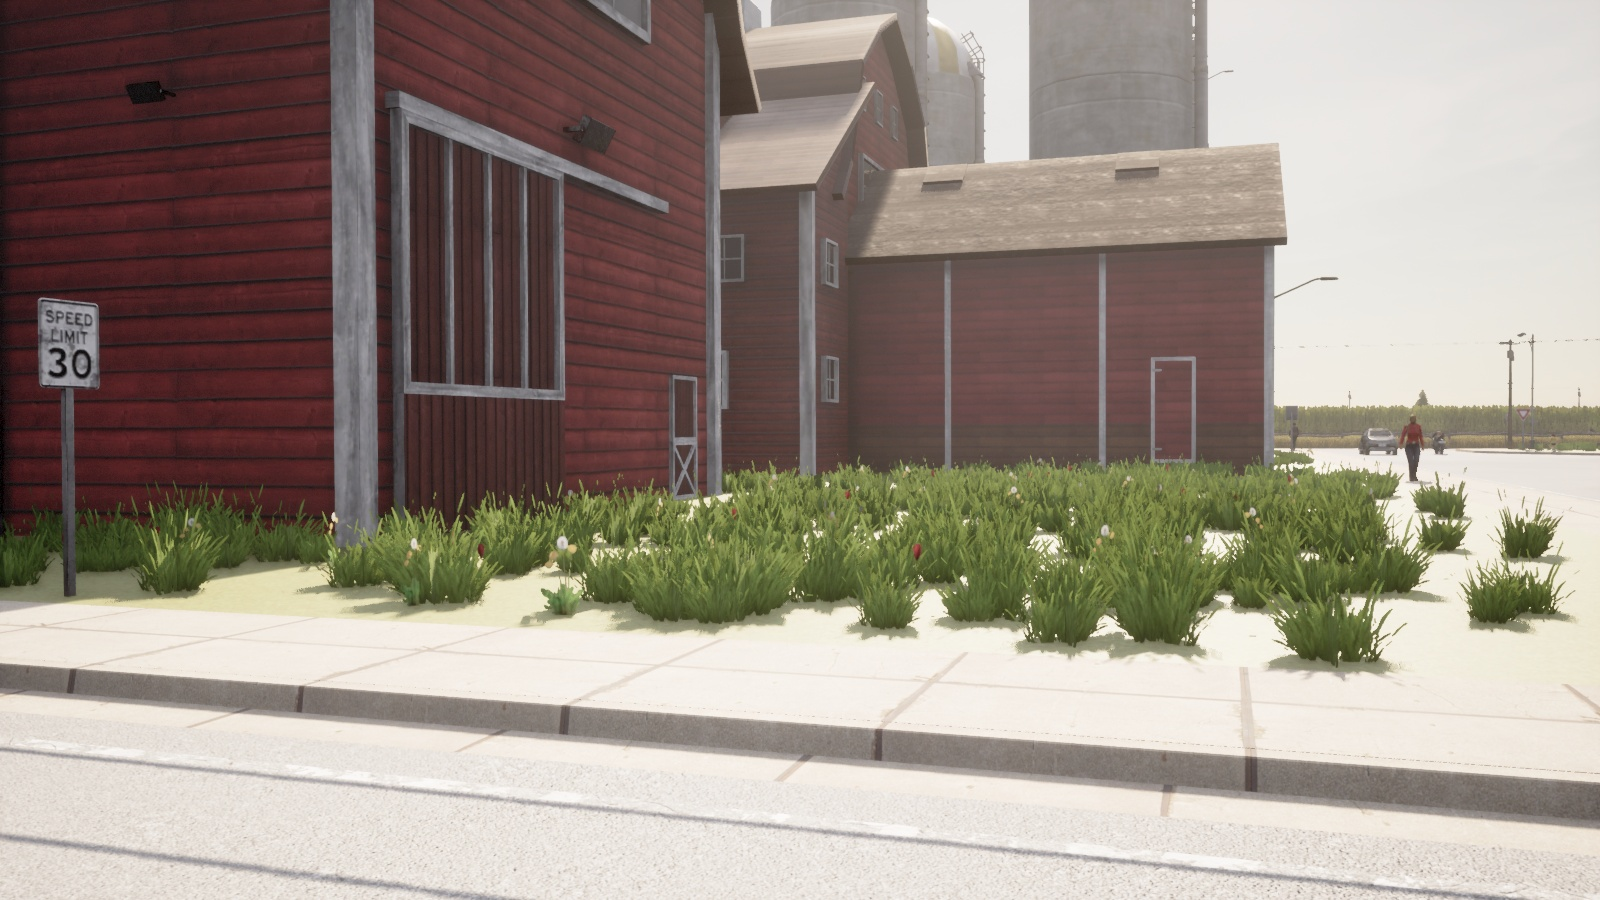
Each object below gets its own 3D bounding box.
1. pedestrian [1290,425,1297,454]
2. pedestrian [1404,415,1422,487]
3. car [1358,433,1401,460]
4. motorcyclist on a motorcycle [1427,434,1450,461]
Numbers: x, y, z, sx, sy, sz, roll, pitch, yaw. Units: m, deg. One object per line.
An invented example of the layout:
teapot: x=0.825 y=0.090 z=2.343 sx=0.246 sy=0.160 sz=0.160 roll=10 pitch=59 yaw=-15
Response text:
pedestrian: x=31.032 y=-0.666 z=78.956 sx=0.328 sy=1.805 sz=0.869 roll=1 pitch=1 yaw=18
pedestrian: x=15.999 y=0.017 z=32.790 sx=0.331 sy=1.846 sz=0.636 roll=1 pitch=1 yaw=18
car: x=33.280 y=-0.227 z=72.238 sx=1.789 sy=1.549 sz=3.705 roll=1 pitch=1 yaw=18
motorcyclist on a motorcycle: x=37.323 y=-0.174 z=73.408 sx=0.866 sy=1.530 sz=2.191 roll=1 pitch=1 yaw=18
